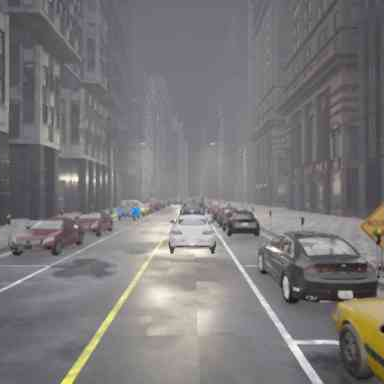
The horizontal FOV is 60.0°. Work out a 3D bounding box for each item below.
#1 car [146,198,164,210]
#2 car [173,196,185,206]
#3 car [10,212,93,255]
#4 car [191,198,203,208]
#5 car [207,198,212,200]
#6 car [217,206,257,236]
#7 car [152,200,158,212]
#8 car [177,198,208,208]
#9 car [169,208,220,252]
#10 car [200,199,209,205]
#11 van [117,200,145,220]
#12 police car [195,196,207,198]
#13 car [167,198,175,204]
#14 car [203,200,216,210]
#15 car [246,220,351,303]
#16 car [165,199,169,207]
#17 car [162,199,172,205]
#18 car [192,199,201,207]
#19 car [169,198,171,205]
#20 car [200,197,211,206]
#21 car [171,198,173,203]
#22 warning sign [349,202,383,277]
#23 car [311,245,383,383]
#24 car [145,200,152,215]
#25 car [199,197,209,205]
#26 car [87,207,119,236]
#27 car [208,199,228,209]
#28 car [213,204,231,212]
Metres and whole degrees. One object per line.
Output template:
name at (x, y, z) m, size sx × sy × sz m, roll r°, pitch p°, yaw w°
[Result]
car at (-5.733, 1.763, 47.381) m, size 2.192 × 1.841 × 5.009 m, roll 0°, pitch -1°, yaw 0°
car at (-2.952, 2.161, 71.757) m, size 1.882 × 1.535 × 5.008 m, roll 0°, pitch -1°, yaw 0°
car at (-5.755, 1.711, 13.768) m, size 1.802 × 1.307 × 4.206 m, roll 0°, pitch -1°, yaw 0°
car at (0.941, 1.940, 61.803) m, size 2.097 × 1.767 × 4.553 m, roll 0°, pitch -1°, yaw 0°
car at (2.788, 1.836, 41.787) m, size 1.967 × 1.590 × 4.097 m, roll 0°, pitch -1°, yaw 0°
car at (2.774, 1.748, 19.380) m, size 1.947 × 1.339 × 4.313 m, roll 0°, pitch -1°, yaw 0°
car at (-5.736, 1.977, 41.777) m, size 1.802 × 1.307 × 4.206 m, roll 0°, pitch -1°, yaw 0°
car at (0.023, 1.624, 29.072) m, size 2.097 × 1.767 × 4.553 m, roll 0°, pitch -1°, yaw 0°
car at (0.016, 1.661, 14.383) m, size 1.812 × 1.442 × 4.674 m, roll 0°, pitch 0°, yaw 0°
car at (2.811, 2.306, 75.395) m, size 1.802 × 1.307 × 4.206 m, roll 0°, pitch -1°, yaw 0°
van at (-5.745, 1.629, 30.576) m, size 1.690 × 1.788 × 3.998 m, roll 0°, pitch -1°, yaw 0°
police car at (0.935, 1.918, 51.942) m, size 1.930 × 1.638 × 5.238 m, roll 0°, pitch -1°, yaw 0°
car at (-5.703, 2.440, 92.194) m, size 1.887 × 1.381 × 4.507 m, roll 0°, pitch -1°, yaw 0°
car at (2.796, 2.030, 53.160) m, size 1.752 × 1.417 × 4.829 m, roll 0°, pitch -1°, yaw 0°
car at (2.766, 1.628, 8.178) m, size 2.008 × 1.369 × 4.403 m, roll 0°, pitch -1°, yaw 0°
car at (-5.726, 1.997, 58.584) m, size 1.967 × 1.590 × 4.097 m, roll 0°, pitch -1°, yaw 0°
car at (-5.714, 2.290, 75.387) m, size 1.947 × 1.339 × 4.313 m, roll 0°, pitch -1°, yaw 0°
car at (0.946, 2.174, 67.830) m, size 1.812 × 1.442 × 4.674 m, roll 0°, pitch -1°, yaw 0°
car at (-5.722, 2.163, 64.185) m, size 2.008 × 1.369 × 4.403 m, roll 0°, pitch -1°, yaw 0°
car at (2.806, 1.983, 69.796) m, size 2.192 × 1.841 × 5.009 m, roll 0°, pitch -1°, yaw 0°
car at (-5.718, 2.234, 69.786) m, size 1.947 × 1.339 × 4.313 m, roll 0°, pitch -1°, yaw 0°
warning sign at (5.076, 1.199, 8.830) m, size 1.300 × 1.860 × 1.060 m, roll 0°, pitch 0°, yaw 0°
car at (2.762, 1.552, 2.747) m, size 1.752 × 1.417 × 4.829 m, roll 0°, pitch -1°, yaw 0°
car at (-5.740, 1.865, 36.006) m, size 1.752 × 1.417 × 4.829 m, roll 0°, pitch -1°, yaw 0°
car at (2.814, 2.096, 80.998) m, size 2.192 × 1.841 × 5.009 m, roll 0°, pitch -1°, yaw 0°
car at (-5.751, 1.764, 19.369) m, size 1.802 × 1.307 × 4.206 m, roll 0°, pitch -1°, yaw 0°
car at (2.781, 1.729, 30.584) m, size 1.967 × 1.590 × 4.097 m, roll 0°, pitch -1°, yaw 0°
car at (2.777, 1.817, 24.982) m, size 1.802 × 1.307 × 4.206 m, roll 0°, pitch -1°, yaw 0°
